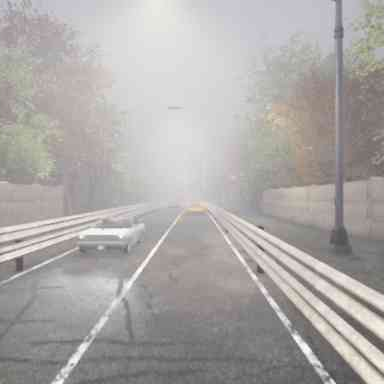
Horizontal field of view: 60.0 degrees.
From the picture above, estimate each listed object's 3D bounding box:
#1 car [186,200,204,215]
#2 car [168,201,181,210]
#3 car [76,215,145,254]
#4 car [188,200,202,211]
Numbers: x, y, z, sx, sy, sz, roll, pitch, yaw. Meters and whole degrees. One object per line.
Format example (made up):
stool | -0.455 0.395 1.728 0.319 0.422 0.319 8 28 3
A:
car | 0.355 1.824 38.947 1.882 1.535 5.008 0 -1 1
car | -2.806 2.164 54.897 2.033 1.411 5.357 0 -1 1
car | -3.231 1.697 14.042 1.895 1.301 4.718 0 0 1
car | 0.458 1.998 49.564 1.882 1.535 5.008 0 -1 1
